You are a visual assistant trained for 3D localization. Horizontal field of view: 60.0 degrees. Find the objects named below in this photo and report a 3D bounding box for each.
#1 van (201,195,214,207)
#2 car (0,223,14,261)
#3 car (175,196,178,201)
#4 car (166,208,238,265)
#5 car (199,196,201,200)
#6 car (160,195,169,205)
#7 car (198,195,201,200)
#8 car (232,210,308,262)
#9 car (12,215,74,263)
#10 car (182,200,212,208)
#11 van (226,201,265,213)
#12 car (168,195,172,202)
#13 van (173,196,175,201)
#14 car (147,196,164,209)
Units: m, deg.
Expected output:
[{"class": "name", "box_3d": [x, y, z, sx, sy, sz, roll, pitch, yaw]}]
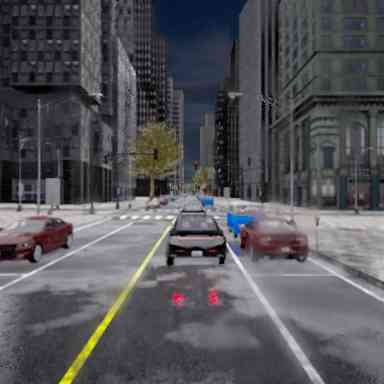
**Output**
[{"class": "van", "box_3d": [2.768, 1.539, 55.641, 1.690, 1.788, 3.998, 0, 0, 0]}, {"class": "car", "box_3d": [-5.775, 1.566, 6.624, 1.887, 1.381, 4.507, 0, 0, 0]}, {"class": "car", "box_3d": [-5.757, 1.924, 92.555, 1.947, 1.339, 4.313, 0, 0, 0]}, {"class": "car", "box_3d": [0.107, 1.527, 11.736, 2.128, 1.511, 4.902, 0, 0, -1]}, {"class": "car", "box_3d": [2.767, 1.786, 61.053, 1.947, 1.339, 4.313, 0, 0, 0]}, {"class": "car", "box_3d": [-5.758, 1.764, 60.822, 1.887, 1.381, 4.507, 0, 0, 0]}, {"class": "car", "box_3d": [2.767, 1.787, 66.466, 1.887, 1.381, 4.507, 0, 0, 0]}, {"class": "car", "box_3d": [2.779, 1.584, 12.131, 1.887, 1.381, 4.507, 0, 0, 0]}, {"class": "car", "box_3d": [-5.776, 1.584, 12.149, 1.887, 1.381, 4.507, 0, 0, 0]}, {"class": "car", "box_3d": [0.086, 1.567, 23.058, 2.128, 1.511, 4.902, 0, 0, 1]}, {"class": "van", "box_3d": [2.781, 1.398, 17.656, 1.690, 1.788, 3.998, 0, 0, 0]}, {"class": "car", "box_3d": [-5.757, 1.556, 66.112, 2.192, 1.841, 5.009, 0, 0, 0]}, {"class": "van", "box_3d": [-5.757, 1.651, 81.979, 1.690, 1.788, 3.998, 0, 0, 0]}, {"class": "car", "box_3d": [-5.764, 1.701, 50.072, 1.752, 1.417, 4.829, 0, 0, 0]}]
